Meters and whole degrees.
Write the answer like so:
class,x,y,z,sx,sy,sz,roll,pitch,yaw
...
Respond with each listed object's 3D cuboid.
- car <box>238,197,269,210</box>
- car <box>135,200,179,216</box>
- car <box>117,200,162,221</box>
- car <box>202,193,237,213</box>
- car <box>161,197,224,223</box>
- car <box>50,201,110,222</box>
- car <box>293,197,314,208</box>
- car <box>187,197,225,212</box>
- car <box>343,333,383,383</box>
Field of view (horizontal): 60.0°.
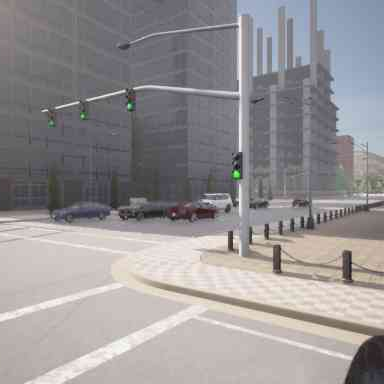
class,x,y,z,sx,sy,sz,roll,pitch,yaw
car,8.196,1.422,42.784,1.882,1.535,5.008,0,0,36
car,-3.404,1.508,32.695,1.994,1.385,4.181,0,0,36
car,-3.615,1.545,26.417,1.895,1.301,4.718,0,0,36
car,2.094,1.166,34.332,2.150,2.045,5.566,0,0,36
car,0.183,1.422,25.325,1.882,1.535,5.008,0,0,36
car,-8.485,1.470,25.659,1.812,1.442,4.674,0,0,38
car,15.705,1.449,46.898,1.837,1.490,4.892,0,0,36
car,1.736,1.436,39.822,2.128,1.511,4.902,0,0,36
car,3.017,1.564,1.816,4.181,1.385,1.994,0,0,36
